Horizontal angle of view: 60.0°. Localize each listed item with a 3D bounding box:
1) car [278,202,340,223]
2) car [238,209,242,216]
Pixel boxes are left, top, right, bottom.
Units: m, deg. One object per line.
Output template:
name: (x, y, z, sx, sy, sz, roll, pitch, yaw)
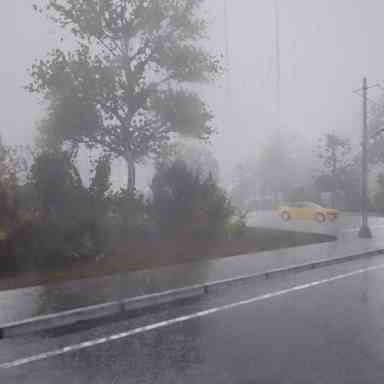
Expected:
car: (9.326, 1.565, 26.865, 1.882, 1.535, 5.008, 0, -1, -39)
car: (2.991, 1.583, 34.353, 2.097, 1.767, 4.553, 0, -1, -43)
